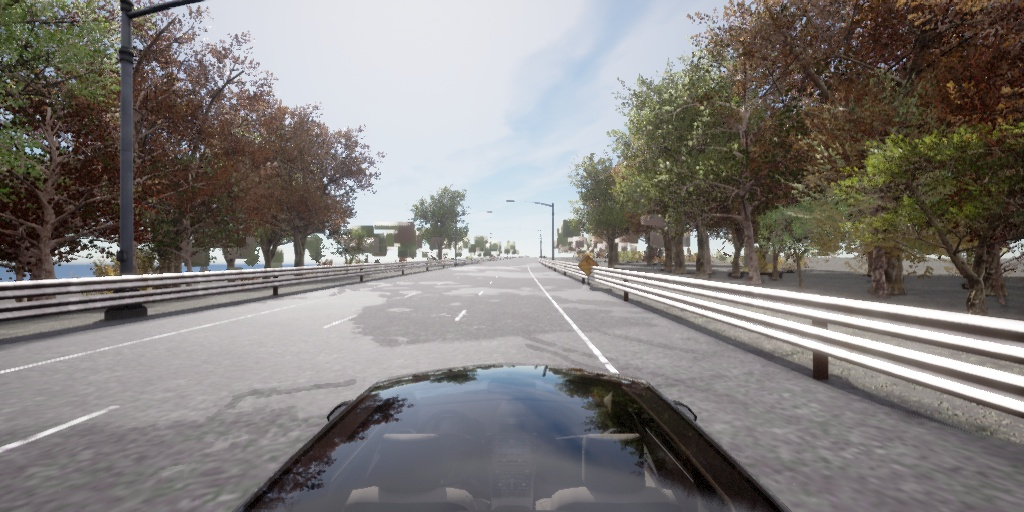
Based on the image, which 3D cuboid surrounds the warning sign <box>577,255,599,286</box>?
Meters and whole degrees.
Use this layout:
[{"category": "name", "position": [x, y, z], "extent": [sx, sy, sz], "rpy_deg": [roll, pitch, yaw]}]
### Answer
[{"category": "warning sign", "position": [4.670, 0.860, 21.882], "extent": [1.300, 1.860, 1.060], "rpy_deg": [0, 0, 1]}]
